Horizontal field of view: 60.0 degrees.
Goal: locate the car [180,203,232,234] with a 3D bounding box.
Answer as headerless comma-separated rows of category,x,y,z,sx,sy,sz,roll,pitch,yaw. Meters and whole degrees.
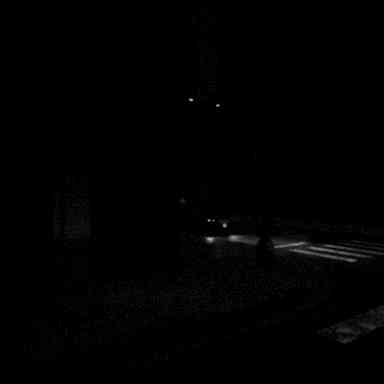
car,0.184,1.405,18.708,2.128,1.511,4.902,0,0,-37
